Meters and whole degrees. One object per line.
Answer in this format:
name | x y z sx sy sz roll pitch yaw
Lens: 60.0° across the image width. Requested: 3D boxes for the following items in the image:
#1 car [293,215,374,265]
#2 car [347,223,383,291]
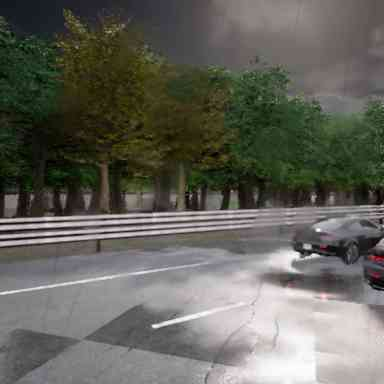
car | 5.540 1.558 11.754 4.674 1.442 1.812 0 0 -34
car | 5.938 1.534 7.790 4.892 1.490 1.837 0 0 -34
